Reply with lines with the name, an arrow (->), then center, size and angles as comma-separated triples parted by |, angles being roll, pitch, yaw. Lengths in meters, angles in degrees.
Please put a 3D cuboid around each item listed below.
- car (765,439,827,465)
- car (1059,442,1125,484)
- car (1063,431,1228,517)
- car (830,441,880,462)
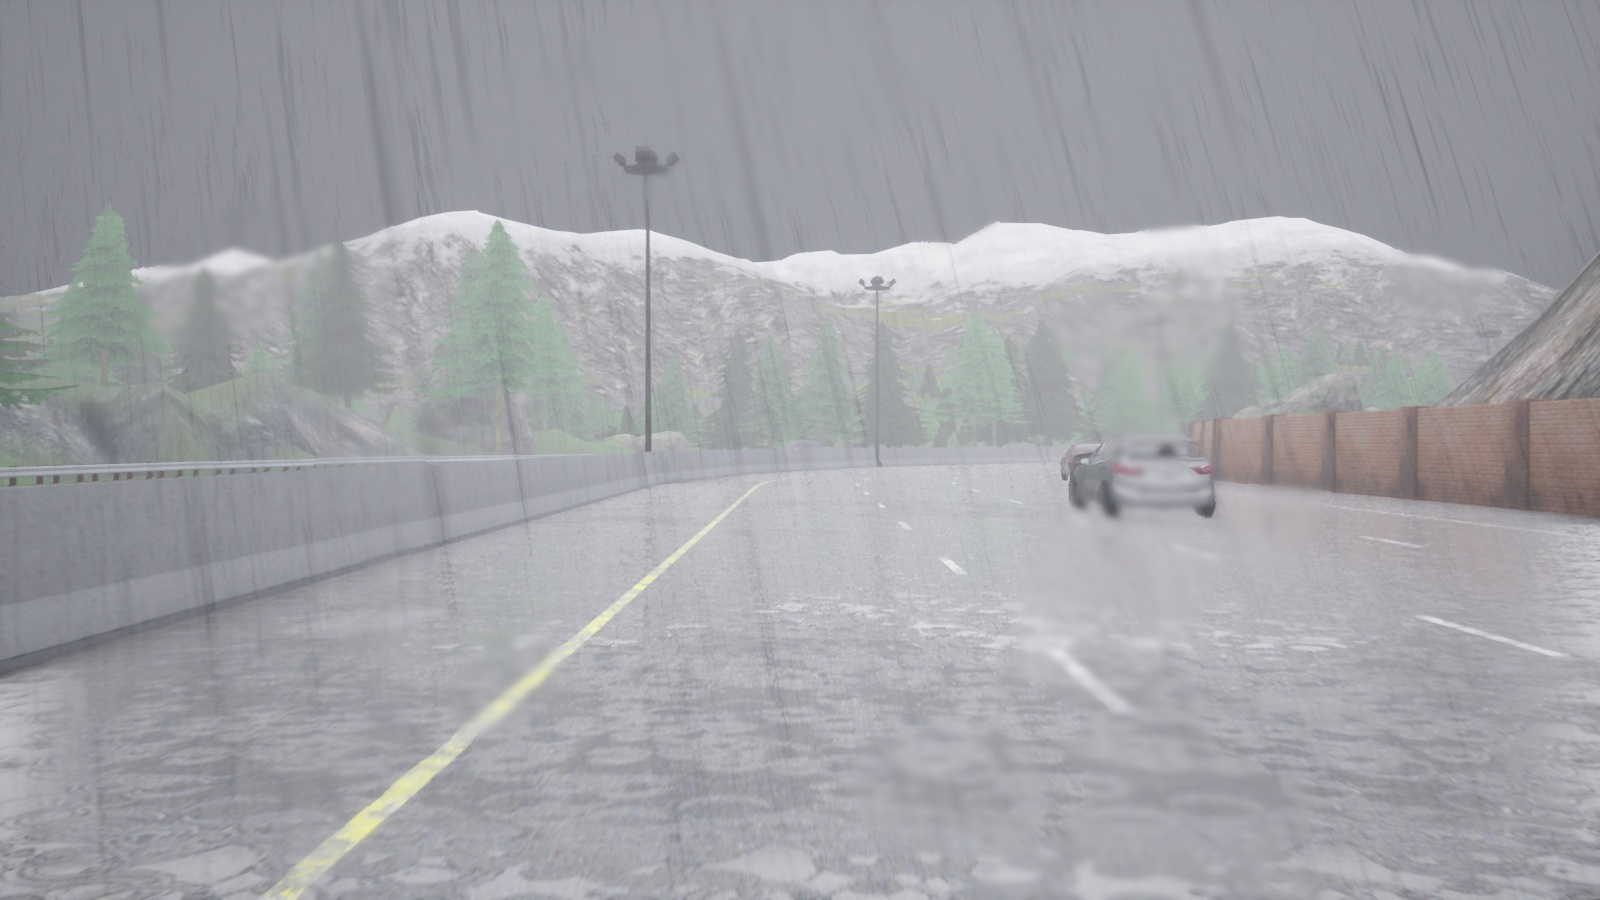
car -> -0.224, 0.115, 86.830 | 2.097, 1.767, 4.553 | 0, 0, 34
car -> 11.199, 0.460, 48.486 | 1.882, 1.535, 5.008 | 0, 0, 6
car -> 7.163, 0.446, 26.600 | 2.242, 1.667, 4.611 | 0, 0, 0
car -> 4.334, 0.092, 98.660 | 1.851, 1.617, 3.988 | 0, 0, 41
